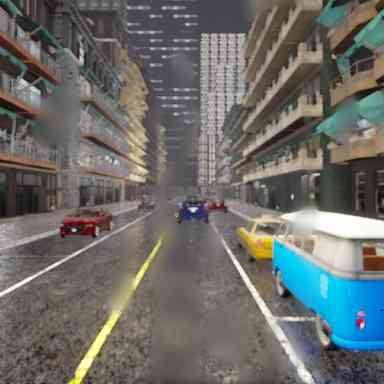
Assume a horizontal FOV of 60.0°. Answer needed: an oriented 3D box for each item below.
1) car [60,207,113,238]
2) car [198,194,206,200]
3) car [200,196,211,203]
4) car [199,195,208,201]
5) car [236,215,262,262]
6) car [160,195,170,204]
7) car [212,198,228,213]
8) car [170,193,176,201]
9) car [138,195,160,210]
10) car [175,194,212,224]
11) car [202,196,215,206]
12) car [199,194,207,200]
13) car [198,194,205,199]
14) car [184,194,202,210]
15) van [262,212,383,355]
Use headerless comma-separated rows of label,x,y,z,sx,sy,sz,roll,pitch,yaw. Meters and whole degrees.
car,-5.315,1.469,17.233,1.887,1.381,4.507,0,0,0
car,2.541,1.263,85.519,1.887,1.381,4.507,0,0,0
car,2.550,1.350,62.761,1.802,1.307,4.206,0,0,0
car,2.545,1.306,74.141,1.947,1.339,4.313,0,0,0
car,2.568,1.474,11.725,1.752,1.417,4.829,0,0,0
car,-5.328,1.224,57.062,1.967,1.590,4.097,0,0,0
car,2.561,1.298,34.313,1.967,1.590,4.097,0,0,0
car,-5.335,1.306,74.132,1.947,1.339,4.313,0,0,0
car,-5.322,1.278,39.992,1.967,1.590,4.097,0,0,0
car,0.093,1.248,24.051,2.097,1.767,4.553,0,0,0
car,2.553,1.383,51.383,1.802,1.307,4.206,0,0,0
car,2.544,1.254,80.001,1.752,1.417,4.829,0,0,0
car,2.539,1.255,91.209,1.887,1.381,4.507,0,0,0
car,0.086,1.187,40.735,2.097,1.767,4.553,0,0,0
van,2.571,1.315,5.864,1.690,1.788,3.998,0,0,0
